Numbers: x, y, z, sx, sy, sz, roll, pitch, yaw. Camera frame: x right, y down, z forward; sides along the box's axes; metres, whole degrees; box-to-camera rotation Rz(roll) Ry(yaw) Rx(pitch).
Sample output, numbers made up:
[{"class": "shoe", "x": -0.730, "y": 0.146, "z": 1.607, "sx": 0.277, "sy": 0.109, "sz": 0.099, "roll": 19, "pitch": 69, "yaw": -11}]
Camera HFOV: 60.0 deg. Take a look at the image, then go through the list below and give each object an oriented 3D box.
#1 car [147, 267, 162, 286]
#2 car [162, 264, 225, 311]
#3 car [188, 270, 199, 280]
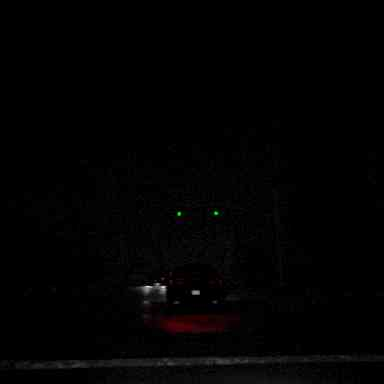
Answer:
[{"class": "car", "x": -3.473, "y": 8.780, "z": 34.138, "sx": 1.837, "sy": 1.490, "sz": 4.892, "roll": -1, "pitch": -14, "yaw": 0}, {"class": "car", "x": 0.125, "y": 3.473, "z": 12.479, "sx": 1.882, "sy": 1.535, "sz": 5.008, "roll": -1, "pitch": -14, "yaw": 0}, {"class": "car", "x": 0.237, "y": 14.139, "z": 56.703, "sx": 1.882, "sy": 1.535, "sz": 5.008, "roll": -1, "pitch": -14, "yaw": 0}]
